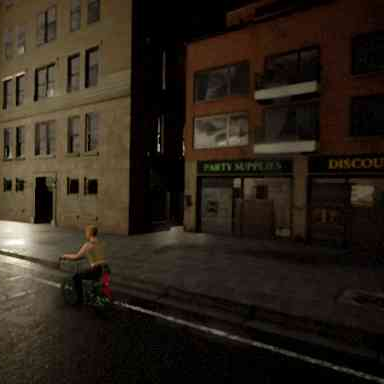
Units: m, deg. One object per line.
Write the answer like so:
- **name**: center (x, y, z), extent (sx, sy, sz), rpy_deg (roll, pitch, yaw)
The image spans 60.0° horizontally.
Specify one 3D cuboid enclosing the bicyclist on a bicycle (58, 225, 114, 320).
- **bicyclist on a bicycle**: center (-1.902, 1.395, 6.038), extent (1.509, 1.612, 0.866), rpy_deg (4, 2, 36)
